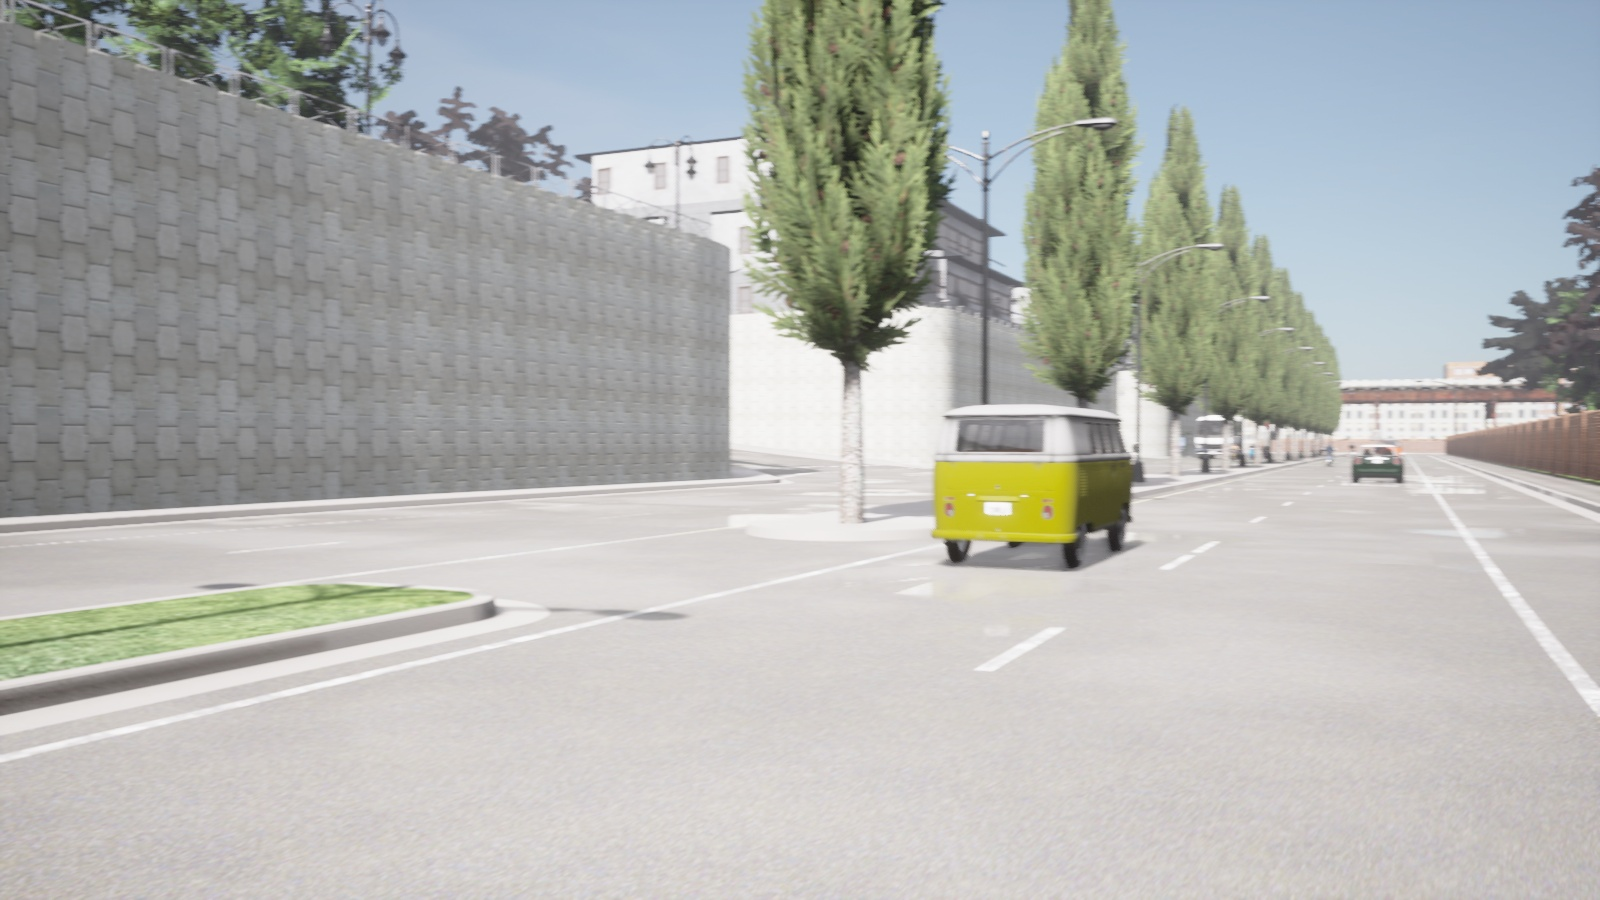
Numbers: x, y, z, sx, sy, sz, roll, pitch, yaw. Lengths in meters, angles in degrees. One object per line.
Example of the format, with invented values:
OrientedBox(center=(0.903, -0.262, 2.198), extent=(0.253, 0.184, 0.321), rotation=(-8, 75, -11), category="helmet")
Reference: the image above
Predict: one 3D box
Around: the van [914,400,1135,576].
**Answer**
OrientedBox(center=(3.107, 0.417, 16.580), extent=(1.775, 1.987, 4.442), rotation=(0, 0, 25), category="van")

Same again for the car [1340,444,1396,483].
OrientedBox(center=(22.598, 0.523, 49.930), extent=(1.970, 1.475, 3.806), rotation=(0, 0, 25), category="car")
